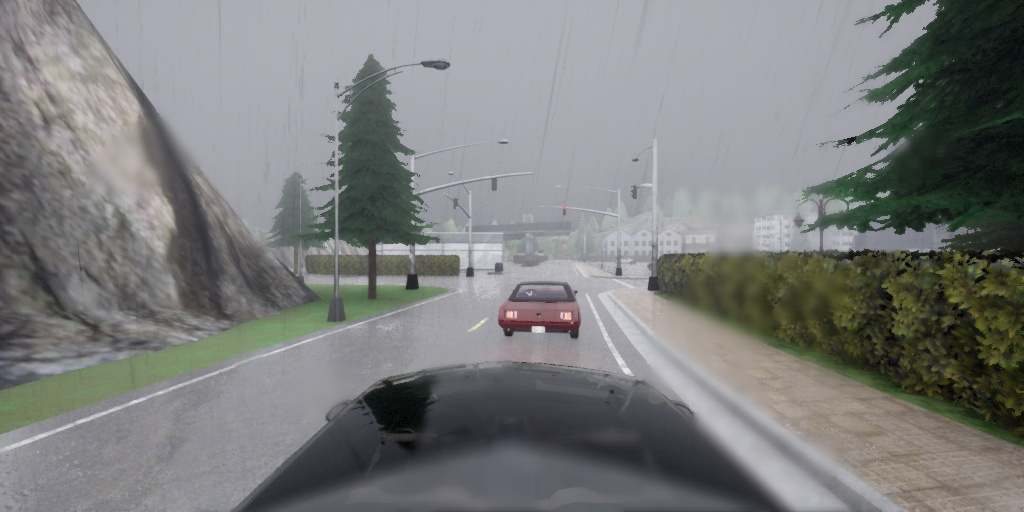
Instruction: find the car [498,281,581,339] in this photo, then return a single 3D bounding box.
[{"bbox_3d":[0.921,1.351,10.183,1.895,1.301,4.718,0,0,8],"label":"car"}]
